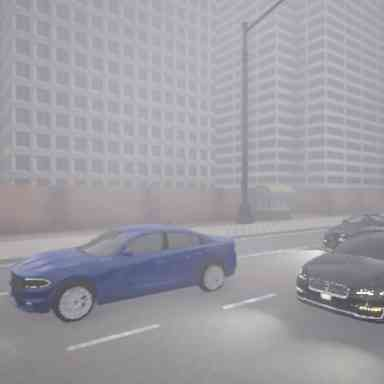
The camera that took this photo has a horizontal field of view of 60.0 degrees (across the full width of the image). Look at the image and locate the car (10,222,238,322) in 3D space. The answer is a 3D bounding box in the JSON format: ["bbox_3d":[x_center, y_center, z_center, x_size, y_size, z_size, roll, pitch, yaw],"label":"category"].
[{"bbox_3d":[-1.216,1.480,7.414,5.008,1.535,1.882,0,0,-35],"label":"car"}]

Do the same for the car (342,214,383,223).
[{"bbox_3d":[7.172,1.581,13.379,4.181,1.385,1.994,0,0,-35],"label":"car"}]

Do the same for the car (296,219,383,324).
[{"bbox_3d":[4.225,1.515,6.983,4.892,1.490,1.837,0,0,-35],"label":"car"}]
